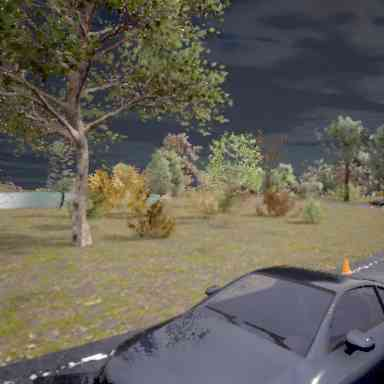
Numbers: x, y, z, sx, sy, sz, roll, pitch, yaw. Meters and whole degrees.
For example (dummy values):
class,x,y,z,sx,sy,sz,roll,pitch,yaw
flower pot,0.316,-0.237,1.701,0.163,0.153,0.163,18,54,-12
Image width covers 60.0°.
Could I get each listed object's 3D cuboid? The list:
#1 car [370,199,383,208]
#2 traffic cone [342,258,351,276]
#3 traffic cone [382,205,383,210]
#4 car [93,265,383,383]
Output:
class,x,y,z,sx,sy,sz,roll,pitch,yaw
car,29.501,1.770,51.752,1.895,1.301,4.718,1,0,8
traffic cone,3.997,2.013,8.618,0.340,0.580,0.340,0,0,-42
traffic cone,26.160,2.103,45.449,0.340,0.580,0.340,1,0,15
car,1.107,1.587,3.598,4.181,1.385,1.994,1,0,-39
